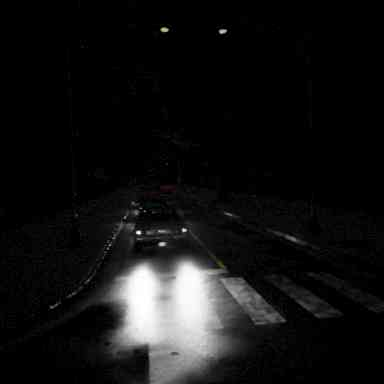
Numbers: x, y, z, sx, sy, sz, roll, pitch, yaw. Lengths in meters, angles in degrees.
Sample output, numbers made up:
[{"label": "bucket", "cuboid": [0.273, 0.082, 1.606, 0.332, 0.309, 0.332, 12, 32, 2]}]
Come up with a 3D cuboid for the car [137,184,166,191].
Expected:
[{"label": "car", "cuboid": [-3.984, 0.300, 31.698, 2.150, 2.045, 5.566, -2, 2, -8]}]

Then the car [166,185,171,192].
[{"label": "car", "cuboid": [-4.646, -0.478, 57.177, 1.882, 1.535, 5.008, -2, 3, -8]}]

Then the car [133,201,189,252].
[{"label": "car", "cuboid": [-1.261, 1.269, 12.680, 1.895, 1.301, 4.718, -2, 2, -8]}]

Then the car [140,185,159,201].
[{"label": "car", "cuboid": [-5.335, 0.093, 41.456, 2.097, 1.767, 4.553, -2, 2, -8]}]

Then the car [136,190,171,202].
[{"label": "car", "cuboid": [-2.588, 0.893, 21.951, 1.837, 1.490, 4.892, -2, 2, -8]}]
